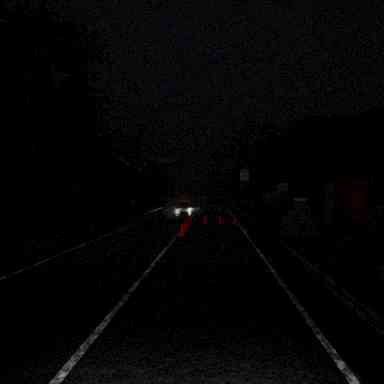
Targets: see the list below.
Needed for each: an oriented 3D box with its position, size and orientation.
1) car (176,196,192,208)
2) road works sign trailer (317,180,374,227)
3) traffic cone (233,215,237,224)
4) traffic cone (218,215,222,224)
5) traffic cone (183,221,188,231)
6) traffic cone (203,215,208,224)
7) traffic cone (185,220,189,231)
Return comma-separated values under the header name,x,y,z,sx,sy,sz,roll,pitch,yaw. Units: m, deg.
name,x,y,z,sx,sy,sz,roll,pitch,yaw
car,-1.022,1.261,44.085,1.882,1.535,5.008,0,0,1
road works sign trailer,7.918,0.513,18.570,3.560,2.380,2.880,-5,7,-42
traffic cone,2.863,1.860,22.261,0.340,0.580,0.340,0,0,10
traffic cone,1.890,1.856,22.194,0.340,0.580,0.340,0,0,4
traffic cone,-0.496,1.876,16.348,0.340,0.580,0.340,0,0,4
traffic cone,0.899,1.852,22.261,0.340,0.580,0.340,0,0,4
traffic cone,-0.363,1.866,18.344,0.340,0.580,0.340,0,0,4
